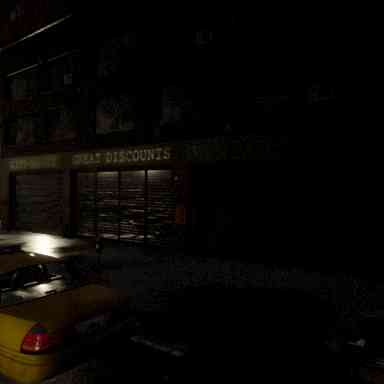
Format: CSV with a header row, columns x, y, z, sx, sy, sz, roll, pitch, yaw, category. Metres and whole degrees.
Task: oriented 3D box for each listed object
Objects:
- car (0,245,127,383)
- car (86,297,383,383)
x,y,z,sx,sy,sz,roll,pitch,yaw,category
-3.046,1.523,5.261,4.829,1.417,1.752,0,1,36,car
1.637,1.551,1.915,4.403,1.369,2.008,0,1,36,car
